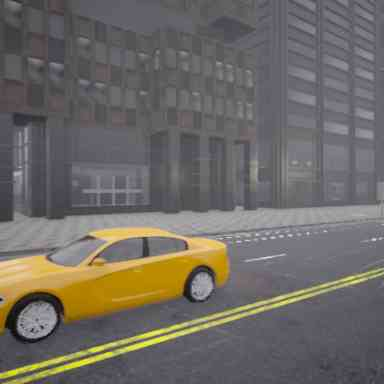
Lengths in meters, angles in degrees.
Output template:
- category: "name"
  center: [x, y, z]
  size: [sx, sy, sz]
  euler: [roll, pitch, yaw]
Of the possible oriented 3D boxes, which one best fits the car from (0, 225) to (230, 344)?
- category: "car"
  center: [-1.509, 1.477, 6.600]
  size: [5.008, 1.535, 1.882]
  euler: [0, 0, -35]
